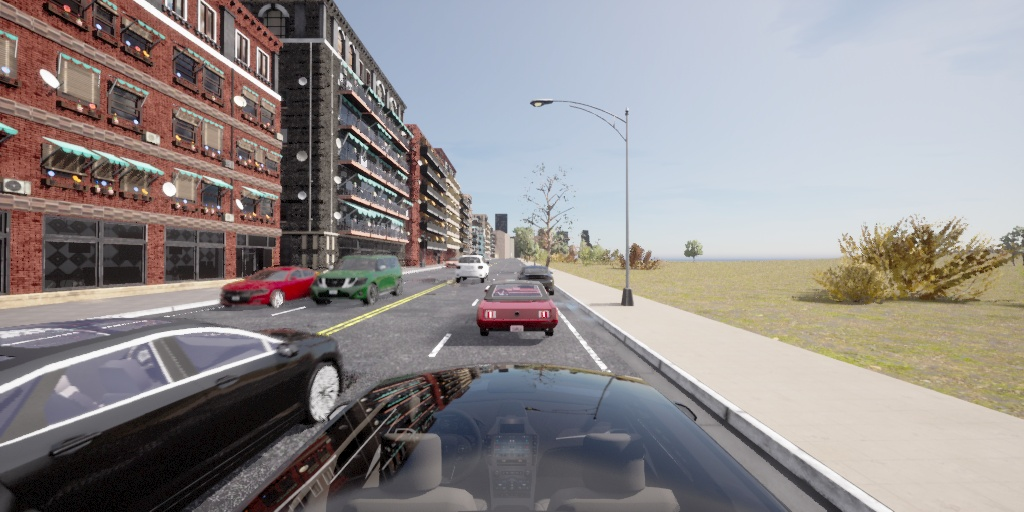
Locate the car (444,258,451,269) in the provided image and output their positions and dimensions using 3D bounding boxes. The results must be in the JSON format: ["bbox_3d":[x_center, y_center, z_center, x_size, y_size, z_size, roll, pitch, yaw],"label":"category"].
[{"bbox_3d":[-9.617,1.101,58.438,2.097,1.767,4.553,0,0,0],"label":"car"}]

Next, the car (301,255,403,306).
[{"bbox_3d":[-6.548,0.973,15.919,2.150,2.045,5.566,0,0,0],"label":"car"}]

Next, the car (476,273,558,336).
[{"bbox_3d":[0.131,1.352,10.323,1.895,1.301,4.718,0,0,0],"label":"car"}]

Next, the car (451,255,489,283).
[{"bbox_3d":[-3.049,0.975,28.318,2.150,2.045,5.566,0,0,0],"label":"car"}]

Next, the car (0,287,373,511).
[{"bbox_3d":[-3.148,1.240,2.816,2.128,1.511,4.902,0,0,0],"label":"car"}]

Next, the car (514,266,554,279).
[{"bbox_3d":[1.204,1.257,19.523,1.837,1.490,4.892,0,0,0],"label":"car"}]

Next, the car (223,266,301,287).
[{"bbox_3d":[-9.800,1.229,15.222,1.882,1.535,5.008,0,0,0],"label":"car"}]
